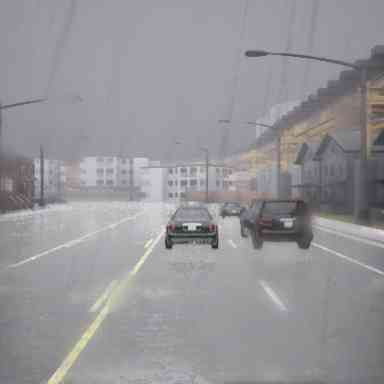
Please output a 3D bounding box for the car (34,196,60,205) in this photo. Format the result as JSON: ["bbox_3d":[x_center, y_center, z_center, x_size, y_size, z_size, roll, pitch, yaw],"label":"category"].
[{"bbox_3d":[-26.615,1.655,59.382,4.718,1.301,1.895,0,0,15],"label":"car"}]

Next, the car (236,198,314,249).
[{"bbox_3d":[3.500,1.258,14.680,2.150,2.045,5.566,0,0,0],"label":"car"}]

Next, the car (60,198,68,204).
[{"bbox_3d":[-25.714,1.560,62.764,4.674,1.442,1.812,0,0,15],"label":"car"}]

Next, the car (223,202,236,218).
[{"bbox_3d":[3.500,1.572,29.650,1.994,1.385,4.181,0,0,0],"label":"car"}]

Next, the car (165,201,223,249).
[{"bbox_3d":[0.000,1.366,14.620,2.097,1.767,4.553,0,0,0],"label":"car"}]

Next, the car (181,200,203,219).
[{"bbox_3d":[0.000,1.533,29.650,1.812,1.442,4.674,0,0,0],"label":"car"}]
